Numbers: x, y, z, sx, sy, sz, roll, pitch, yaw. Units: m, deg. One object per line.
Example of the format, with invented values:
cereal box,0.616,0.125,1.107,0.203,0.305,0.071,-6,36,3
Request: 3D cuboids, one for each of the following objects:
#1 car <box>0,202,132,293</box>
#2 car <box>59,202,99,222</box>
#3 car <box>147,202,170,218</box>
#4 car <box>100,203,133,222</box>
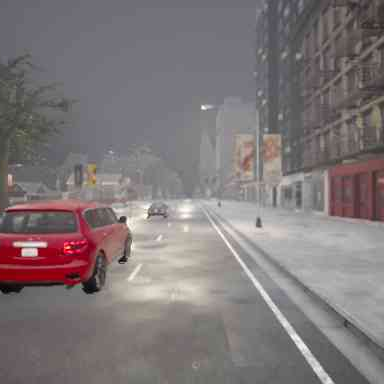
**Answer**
car,-3.156,1.277,9.147,2.150,2.045,5.566,0,0,0
car,-9.772,1.692,29.242,1.837,1.490,4.892,0,0,0
car,-3.174,1.707,31.824,2.033,1.411,5.357,0,0,0
car,-6.522,1.718,29.244,1.812,1.442,4.674,0,0,0
